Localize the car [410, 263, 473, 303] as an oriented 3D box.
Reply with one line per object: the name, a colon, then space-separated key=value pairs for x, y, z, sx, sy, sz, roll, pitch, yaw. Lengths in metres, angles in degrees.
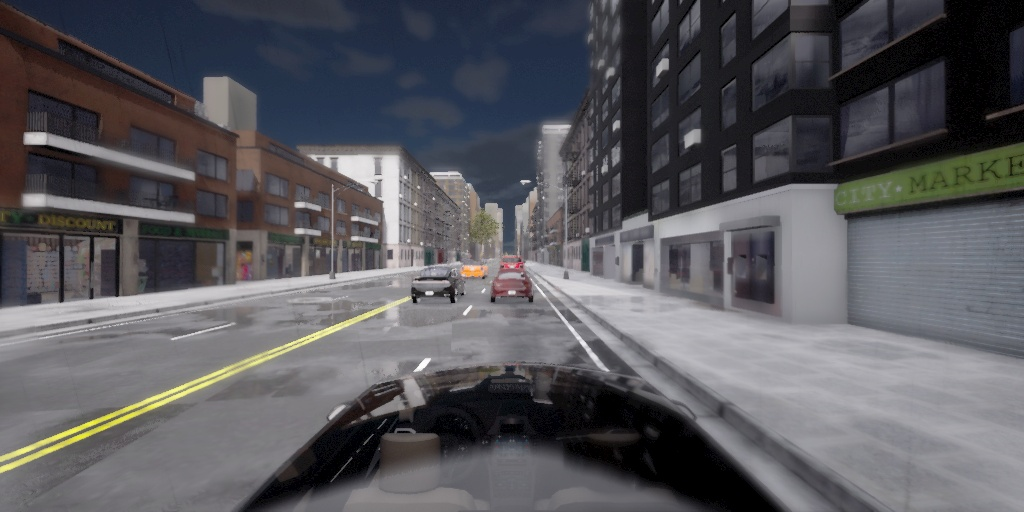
car: x=-3.250 y=1.242 z=16.501 sx=2.128 sy=1.511 sz=4.902 roll=0 pitch=0 yaw=0

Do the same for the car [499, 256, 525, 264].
car: x=0.000 y=1.004 z=31.532 sx=2.150 sy=2.045 sz=5.566 roll=0 pitch=0 yaw=0

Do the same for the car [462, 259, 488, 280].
car: x=-3.250 y=1.113 z=31.471 sx=2.097 sy=1.767 sz=4.553 roll=0 pitch=0 yaw=0

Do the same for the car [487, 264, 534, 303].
car: x=0.000 y=1.280 z=16.501 sx=1.812 sy=1.442 sz=4.674 roll=0 pitch=0 yaw=0
